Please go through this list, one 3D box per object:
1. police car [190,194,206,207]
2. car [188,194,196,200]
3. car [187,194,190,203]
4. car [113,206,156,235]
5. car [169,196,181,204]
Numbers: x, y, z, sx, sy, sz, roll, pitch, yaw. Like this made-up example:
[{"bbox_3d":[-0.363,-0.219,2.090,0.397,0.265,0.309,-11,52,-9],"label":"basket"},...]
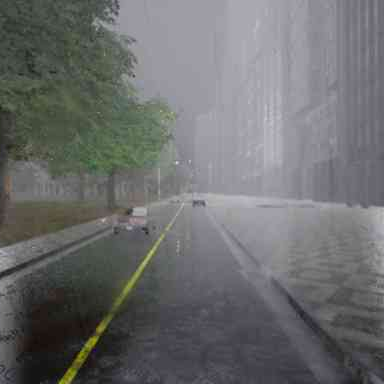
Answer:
[{"bbox_3d":[1.038,1.395,49.908,1.930,1.638,5.238,0,0,0],"label":"police car"},{"bbox_3d":[-0.019,1.322,85.420,2.128,1.511,4.902,0,0,0],"label":"car"},{"bbox_3d":[-0.015,1.531,67.636,1.895,1.301,4.718,0,0,0],"label":"car"},{"bbox_3d":[-3.103,1.531,18.822,1.812,1.442,4.674,0,0,0],"label":"car"},{"bbox_3d":[-3.047,1.447,60.973,1.837,1.490,4.892,0,0,1],"label":"car"}]
